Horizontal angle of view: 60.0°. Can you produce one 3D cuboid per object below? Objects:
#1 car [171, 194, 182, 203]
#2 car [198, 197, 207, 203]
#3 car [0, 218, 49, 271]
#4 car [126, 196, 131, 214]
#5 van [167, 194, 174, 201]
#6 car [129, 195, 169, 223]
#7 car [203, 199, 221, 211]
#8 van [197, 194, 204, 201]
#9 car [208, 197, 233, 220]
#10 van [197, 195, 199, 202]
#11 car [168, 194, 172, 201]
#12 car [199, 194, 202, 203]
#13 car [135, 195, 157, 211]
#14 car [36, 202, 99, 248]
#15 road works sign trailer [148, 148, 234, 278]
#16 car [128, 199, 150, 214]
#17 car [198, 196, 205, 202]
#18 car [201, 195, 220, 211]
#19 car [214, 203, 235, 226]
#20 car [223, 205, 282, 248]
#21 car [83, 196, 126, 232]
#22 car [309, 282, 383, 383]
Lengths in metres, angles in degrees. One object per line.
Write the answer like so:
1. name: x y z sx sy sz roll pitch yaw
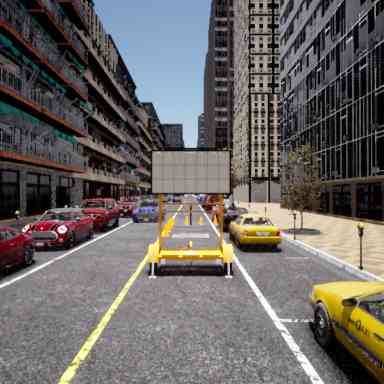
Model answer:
1. car: -3.306 1.713 74.001 1.994 1.385 4.181 0 0 0
2. car: 2.376 1.742 76.876 1.802 1.307 4.206 0 0 0
3. car: -5.721 1.585 8.882 1.802 1.307 4.206 0 0 0
4. car: -5.813 1.342 31.535 2.192 1.841 5.009 0 0 0
5. van: -6.075 1.575 93.832 1.690 1.788 3.998 0 0 0
6. car: -3.207 1.372 25.573 2.097 1.767 4.553 0 0 0
7. car: 2.518 1.599 42.897 2.008 1.369 4.403 0 0 0
8. van: 2.329 1.547 88.202 1.690 1.788 3.998 0 0 0
9. car: 2.589 1.460 25.907 1.967 1.590 4.097 0 0 0
10. van: 2.400 1.479 71.213 1.690 1.788 3.998 0 0 0
11. car: -5.981 1.704 71.177 1.947 1.339 4.313 0 0 0
12. car: 2.495 1.378 48.559 2.192 1.841 5.009 0 0 0
13. car: -5.861 1.364 42.863 2.192 1.841 5.009 0 0 0
14. car: -5.744 1.448 14.545 1.967 1.590 4.097 0 0 0
15. road works sign trailer: -0.034 0.468 10.102 2.380 3.560 2.880 0 0 0
16. car: -5.838 1.562 37.029 1.752 1.417 4.829 0 0 0
17. car: 2.352 1.764 82.538 1.802 1.307 4.206 0 0 0
18. car: 2.543 1.352 37.234 2.192 1.841 5.009 0 0 0
19. car: 2.612 1.580 20.244 1.947 1.339 4.313 0 0 0
20. car: 2.635 1.533 14.750 1.752 1.417 4.829 0 0 0
21. car: -5.766 1.329 20.209 2.192 1.841 5.009 0 0 0
22. car: 2.683 1.526 3.425 1.752 1.417 4.829 0 0 0
